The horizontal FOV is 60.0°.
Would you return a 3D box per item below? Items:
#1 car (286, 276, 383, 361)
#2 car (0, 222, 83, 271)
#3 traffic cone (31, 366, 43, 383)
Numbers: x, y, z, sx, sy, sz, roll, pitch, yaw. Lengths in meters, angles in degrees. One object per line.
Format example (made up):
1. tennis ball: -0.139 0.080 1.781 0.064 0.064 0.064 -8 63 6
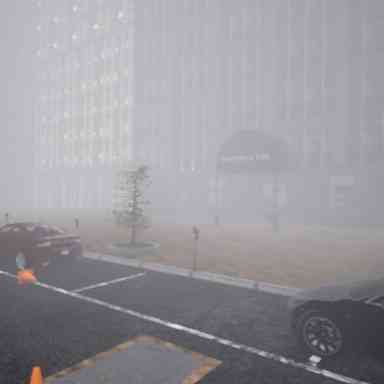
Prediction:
1. car: 3.480 1.659 4.433 4.313 1.339 1.947 0 0 37
2. car: -5.545 1.662 11.208 4.507 1.381 1.887 0 0 37
3. traffic cone: -1.507 1.994 3.222 0.340 0.580 0.340 0 -1 37
